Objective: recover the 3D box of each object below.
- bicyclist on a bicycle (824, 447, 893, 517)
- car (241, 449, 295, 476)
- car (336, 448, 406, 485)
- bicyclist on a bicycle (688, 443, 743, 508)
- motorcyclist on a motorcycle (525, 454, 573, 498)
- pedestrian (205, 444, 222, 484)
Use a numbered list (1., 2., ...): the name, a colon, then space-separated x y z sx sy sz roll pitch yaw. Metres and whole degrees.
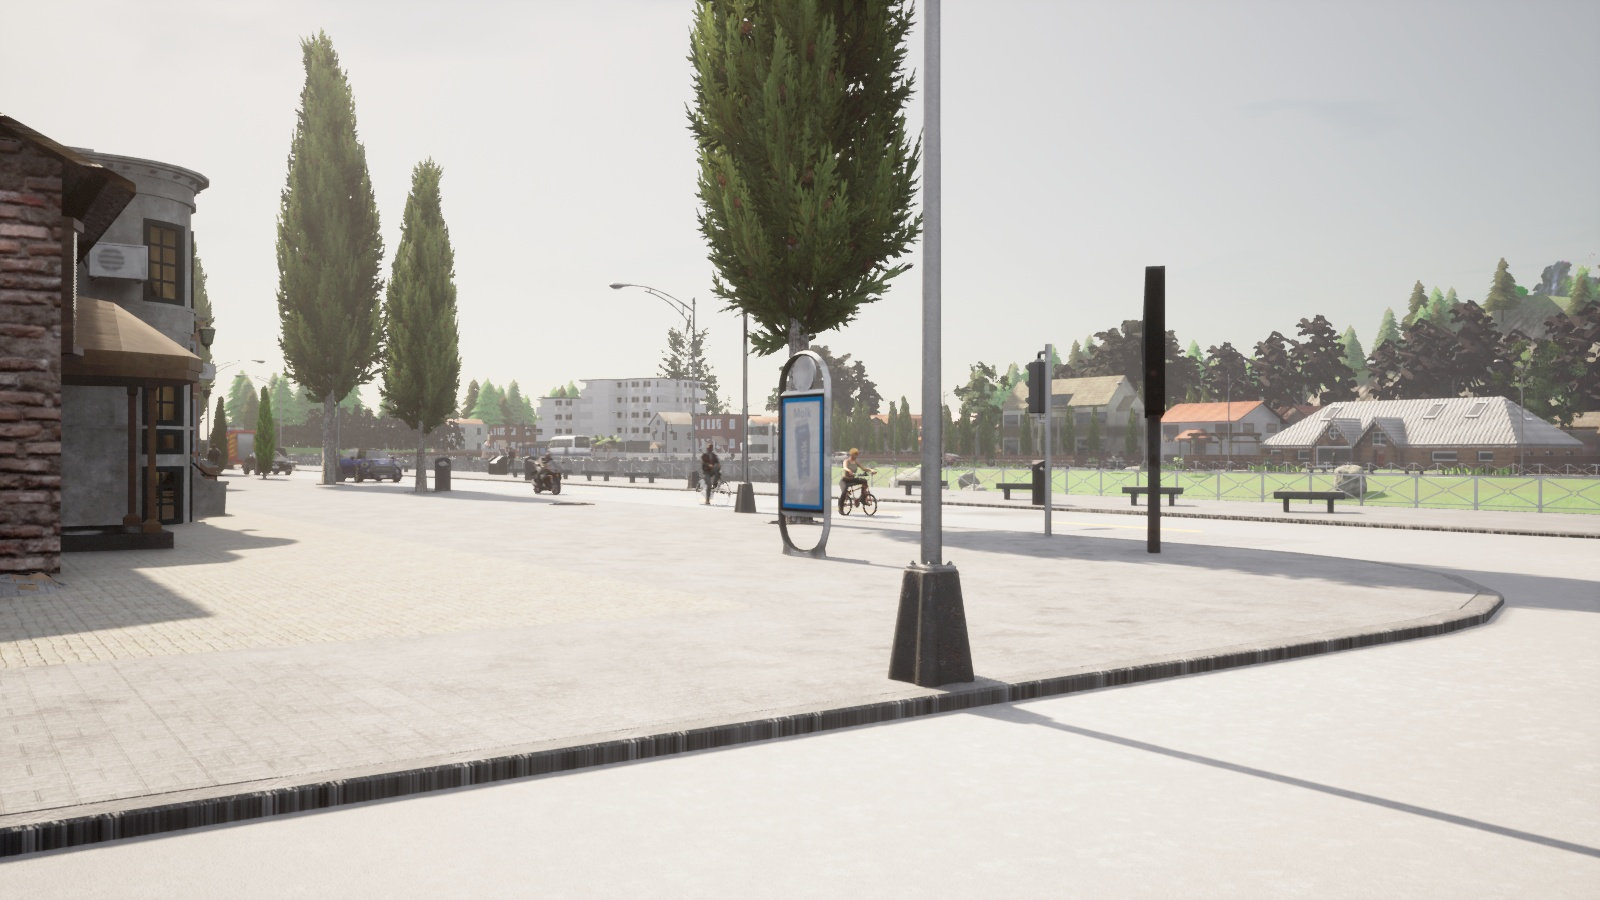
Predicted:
1. bicyclist on a bicycle: 1.365 0.750 29.685 0.866 1.612 1.509 0 -2 -35
2. car: -34.263 0.794 80.806 2.152 1.651 5.027 0 0 -35
3. car: -21.229 0.800 62.105 2.097 1.767 4.553 0 0 -35
4. bicyclist on a bicycle: -2.380 0.705 35.059 0.659 1.776 1.843 0 -1 -35
5. motorcyclist on a motorcycle: -8.901 0.907 44.417 0.866 1.530 2.191 0 0 -35
6. pedestrian: -27.980 0.662 59.909 0.563 1.883 0.849 0 0 -15
